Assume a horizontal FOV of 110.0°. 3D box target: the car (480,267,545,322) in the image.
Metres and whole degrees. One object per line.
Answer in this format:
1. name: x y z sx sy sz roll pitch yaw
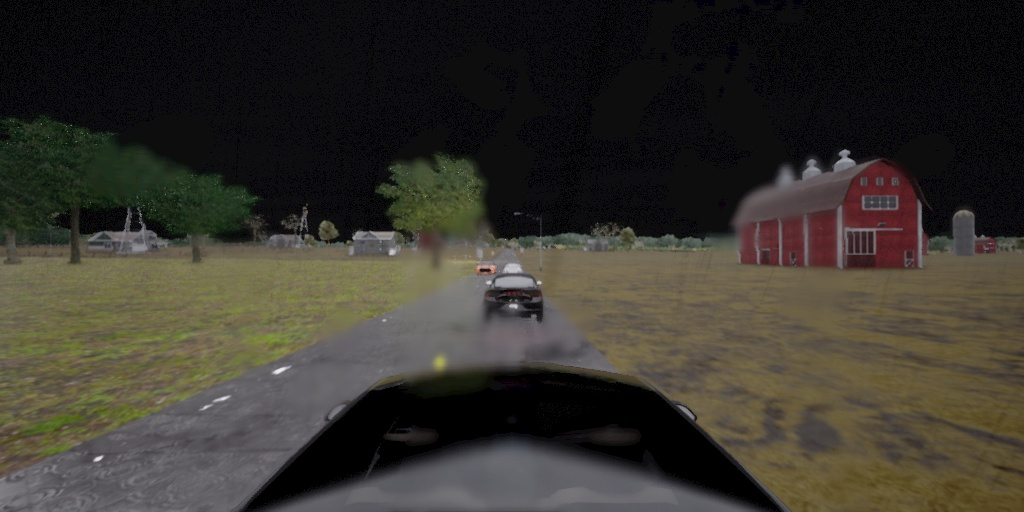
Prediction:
1. car: 0.080 1.332 12.903 1.882 1.535 5.008 0 0 0

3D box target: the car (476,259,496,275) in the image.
1. car: -2.865 1.218 40.423 2.097 1.767 4.553 0 1 0

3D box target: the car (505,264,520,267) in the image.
1. car: 0.077 1.443 33.042 1.812 1.442 4.674 0 0 0
